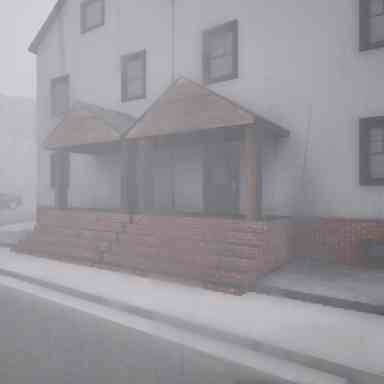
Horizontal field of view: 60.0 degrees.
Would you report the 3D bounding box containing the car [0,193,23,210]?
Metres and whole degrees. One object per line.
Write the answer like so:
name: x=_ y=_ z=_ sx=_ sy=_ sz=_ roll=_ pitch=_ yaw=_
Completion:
car: x=-16.187 y=0.891 z=26.550 sx=1.837 sy=1.490 sz=4.892 roll=0 pitch=7 yaw=35
